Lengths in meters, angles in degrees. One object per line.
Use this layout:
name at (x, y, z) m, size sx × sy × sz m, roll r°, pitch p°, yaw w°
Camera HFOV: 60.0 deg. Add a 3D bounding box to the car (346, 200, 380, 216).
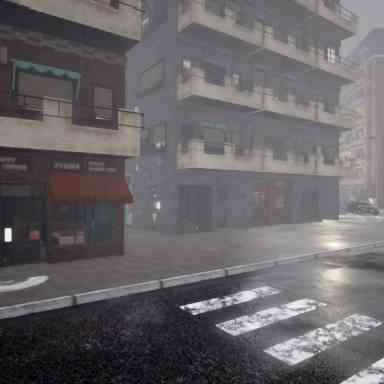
car at (17.643, 1.666, 34.547) m, size 1.837 × 1.490 × 4.892 m, roll 0°, pitch 0°, yaw 5°
